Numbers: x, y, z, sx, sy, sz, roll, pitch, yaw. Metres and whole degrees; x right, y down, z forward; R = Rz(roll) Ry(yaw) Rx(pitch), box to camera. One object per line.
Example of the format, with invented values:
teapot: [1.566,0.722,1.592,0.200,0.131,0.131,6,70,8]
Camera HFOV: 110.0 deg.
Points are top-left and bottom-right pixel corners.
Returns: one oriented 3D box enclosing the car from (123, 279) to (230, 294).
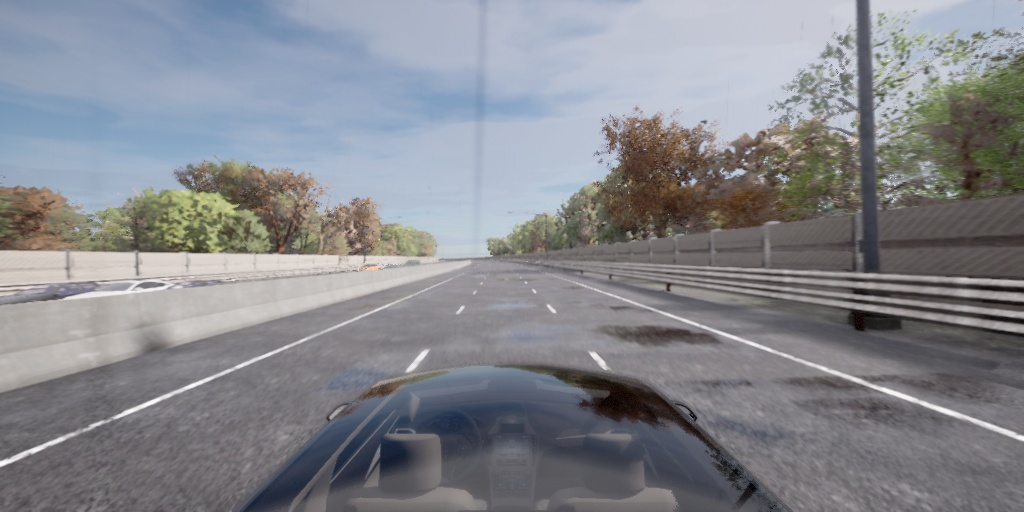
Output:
car: [-14.428,1.793,16.390,1.994,1.385,4.181,-2,0,-1]

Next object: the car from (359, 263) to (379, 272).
car: [-22.868,2.003,57.689,2.097,1.767,4.553,-2,0,-2]

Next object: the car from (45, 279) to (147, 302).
car: [-17.941,1.858,16.882,1.812,1.442,4.674,-2,0,-1]

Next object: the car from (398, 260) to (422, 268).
car: [-15.840,1.679,57.127,2.150,2.045,5.566,-2,0,-2]

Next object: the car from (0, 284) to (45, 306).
car: [-21.446,1.981,17.086,2.033,1.411,5.357,-2,0,-1]

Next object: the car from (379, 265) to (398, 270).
car: [-19.368,2.101,58.294,2.033,1.411,5.357,-2,0,-2]
